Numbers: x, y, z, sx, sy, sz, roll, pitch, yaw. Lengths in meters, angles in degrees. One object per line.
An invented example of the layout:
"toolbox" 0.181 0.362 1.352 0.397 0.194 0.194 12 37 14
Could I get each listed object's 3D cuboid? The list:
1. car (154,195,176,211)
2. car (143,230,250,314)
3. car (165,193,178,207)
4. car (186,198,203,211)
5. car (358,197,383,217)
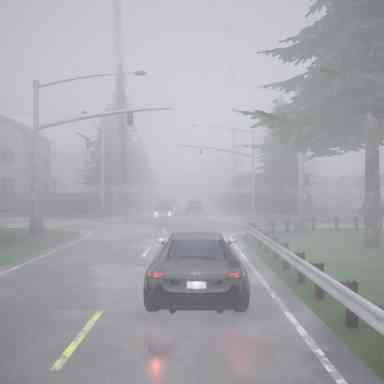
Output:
"car" -3.412 1.474 41.553 1.882 1.535 5.008 0 0 0
"car" 0.098 1.563 7.705 1.994 1.385 4.181 0 0 1
"car" -3.362 1.217 52.210 2.150 2.045 5.566 0 0 0
"car" 0.301 1.487 40.582 2.128 1.511 4.902 0 0 0
"car" 16.076 1.204 26.003 5.566 2.045 2.150 0 0 0
